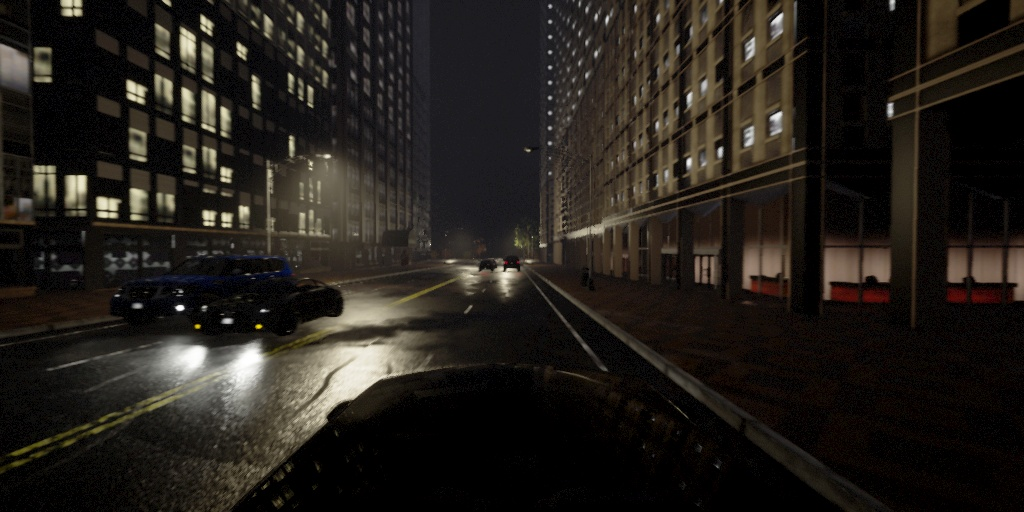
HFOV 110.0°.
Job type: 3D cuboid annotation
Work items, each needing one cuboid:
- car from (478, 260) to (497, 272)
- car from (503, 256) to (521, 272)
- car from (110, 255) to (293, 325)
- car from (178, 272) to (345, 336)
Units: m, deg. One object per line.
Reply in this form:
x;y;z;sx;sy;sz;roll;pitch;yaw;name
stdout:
-3.271;1.253;46.396;1.837;1.490;4.892;0;0;0;car
-0.021;0.970;46.427;2.150;2.045;5.566;0;0;0;car
-9.802;0.976;12.166;2.150;2.045;5.566;0;-1;0;car
-6.568;1.315;10.268;1.994;1.385;4.181;0;0;0;car
